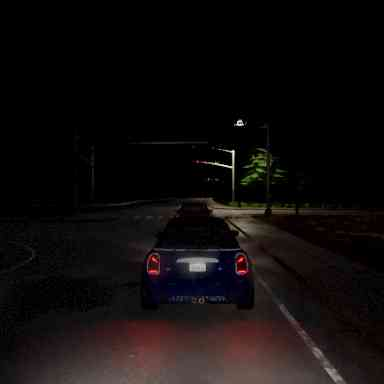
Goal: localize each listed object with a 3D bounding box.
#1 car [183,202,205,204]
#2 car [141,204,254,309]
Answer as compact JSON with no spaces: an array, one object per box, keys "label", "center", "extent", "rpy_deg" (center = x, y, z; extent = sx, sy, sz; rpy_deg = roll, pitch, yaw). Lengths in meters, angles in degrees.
[{"label":"car","center":[0.104,1.336,18.120],"extent":[2.097,1.767,4.553],"rpy_deg":[0,0,0]},{"label":"car","center":[0.101,1.346,7.999],"extent":[2.097,1.767,4.553],"rpy_deg":[0,0,0]}]
